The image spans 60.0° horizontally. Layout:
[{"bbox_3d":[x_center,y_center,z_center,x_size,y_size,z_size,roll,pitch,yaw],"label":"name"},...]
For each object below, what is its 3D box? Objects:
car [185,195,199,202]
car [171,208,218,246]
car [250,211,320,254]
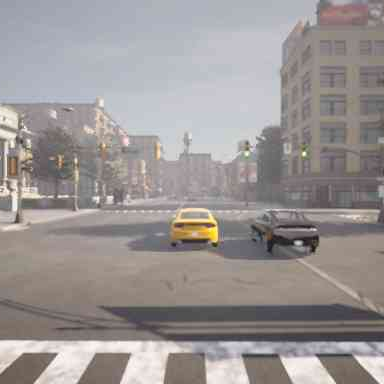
[{"bbox_3d":[0.005,1.624,79.755,1.994,1.385,4.181,0,0,0],"label":"car"},{"bbox_3d":[0.101,1.492,15.341,1.882,1.535,5.008,0,0,0],"label":"car"},{"bbox_3d":[3.601,1.505,13.664,2.128,1.511,4.902,0,0,0],"label":"car"}]
